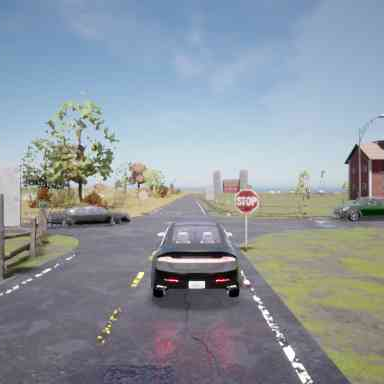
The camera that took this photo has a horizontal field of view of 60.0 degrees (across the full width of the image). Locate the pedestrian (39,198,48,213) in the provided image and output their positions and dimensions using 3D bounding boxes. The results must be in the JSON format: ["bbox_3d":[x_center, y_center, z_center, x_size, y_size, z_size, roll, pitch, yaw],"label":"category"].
[{"bbox_3d":[-12.207,1.413,27.278,0.375,1.860,0.375,0,1,0],"label":"pedestrian"}]

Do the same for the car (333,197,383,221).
[{"bbox_3d":[12.671,1.136,24.103,4.553,1.767,2.097,-1,0,0],"label":"car"}]

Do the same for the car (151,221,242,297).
[{"bbox_3d":[0.084,1.490,8.532,2.128,1.511,4.902,0,0,0],"label":"car"}]

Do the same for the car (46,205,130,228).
[{"bbox_3d":[-6.971,1.623,22.616,5.357,1.411,2.033,-1,1,-19],"label":"car"}]
